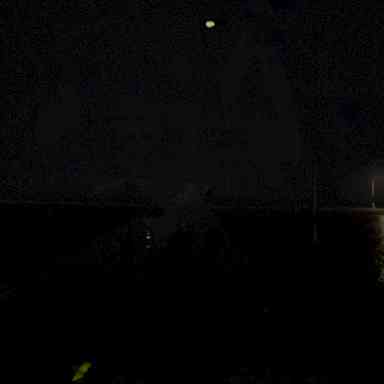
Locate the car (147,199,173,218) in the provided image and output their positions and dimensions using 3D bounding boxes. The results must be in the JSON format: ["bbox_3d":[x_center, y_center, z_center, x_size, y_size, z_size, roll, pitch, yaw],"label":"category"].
[{"bbox_3d":[-2.761,1.378,29.364,1.882,1.535,5.008,0,0,0],"label":"car"}]

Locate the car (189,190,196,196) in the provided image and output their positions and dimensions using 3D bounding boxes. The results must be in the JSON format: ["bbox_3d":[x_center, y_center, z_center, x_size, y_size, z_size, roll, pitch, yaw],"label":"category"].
[{"bbox_3d":[0.153,0.421,89.188,1.812,1.442,4.674,0,1,0],"label":"car"}]
